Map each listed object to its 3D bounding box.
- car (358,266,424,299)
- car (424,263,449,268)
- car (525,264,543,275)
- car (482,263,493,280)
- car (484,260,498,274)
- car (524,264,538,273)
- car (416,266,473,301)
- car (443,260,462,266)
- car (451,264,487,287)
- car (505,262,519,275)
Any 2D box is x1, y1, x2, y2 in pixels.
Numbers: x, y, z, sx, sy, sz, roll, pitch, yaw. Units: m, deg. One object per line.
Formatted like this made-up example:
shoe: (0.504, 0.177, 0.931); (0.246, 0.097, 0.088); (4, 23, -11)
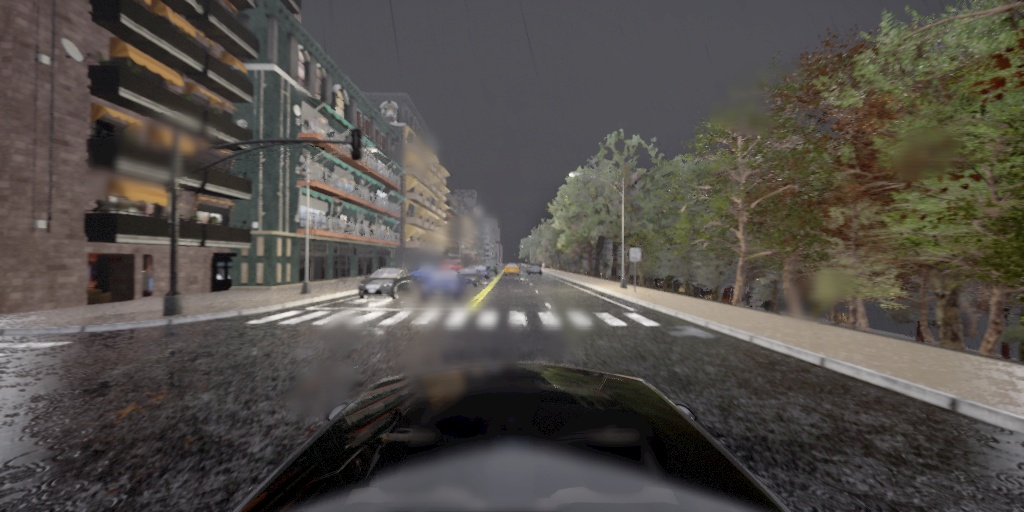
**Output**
car: (-6.607, 1.414, 19.412); (2.128, 1.511, 4.902); (0, -1, 0)
car: (-6.609, 1.525, 28.646); (1.882, 1.535, 5.008); (0, -1, 0)
car: (3.222, 1.974, 50.714); (1.994, 1.385, 4.181); (0, -1, 0)
car: (-3.353, 1.724, 38.242); (1.812, 1.442, 4.674); (0, -1, 0)
car: (-3.280, 1.632, 54.157); (2.150, 2.045, 5.566); (0, -1, 0)
car: (3.215, 2.097, 60.719); (2.033, 1.411, 5.357); (0, -1, 0)
car: (-3.346, 1.457, 18.683); (1.812, 1.442, 4.674); (0, -1, 0)
car: (-6.609, 1.420, 39.489); (2.150, 2.045, 5.566); (0, -1, 0)
car: (-3.363, 1.609, 28.270); (2.033, 1.411, 5.357); (0, -1, 0)
car: (-0.027, 1.863, 50.296); (1.882, 1.535, 5.008); (0, -1, 0)
